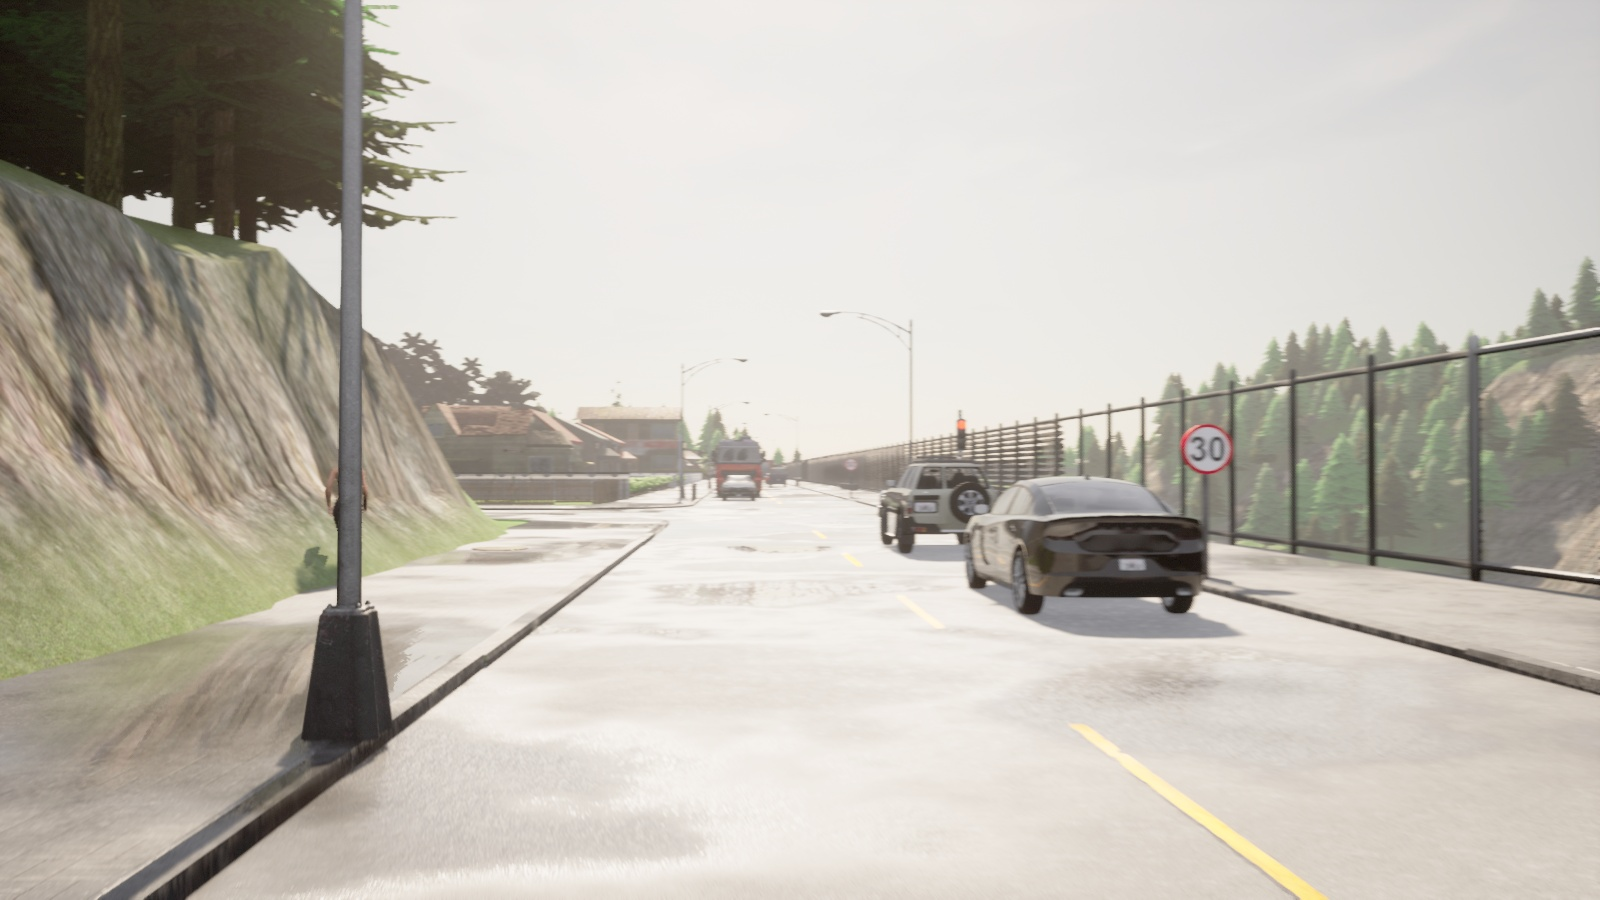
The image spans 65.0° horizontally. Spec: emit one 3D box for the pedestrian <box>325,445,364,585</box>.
[{"bbox_3d":[-6.126,0.863,16.900,0.345,1.836,0.594,0,-1,-3],"label":"pedestrian"}]

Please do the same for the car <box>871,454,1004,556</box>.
[{"bbox_3d":[2.654,1.053,25.384,1.932,1.855,4.605,0,-1,-3],"label":"car"}]

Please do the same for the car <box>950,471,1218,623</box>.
[{"bbox_3d":[3.215,1.036,15.376,1.882,1.535,5.008,0,-1,-3],"label":"car"}]

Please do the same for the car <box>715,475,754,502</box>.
[{"bbox_3d":[-3.621,2.089,69.093,2.033,1.411,5.357,0,-1,-3],"label":"car"}]

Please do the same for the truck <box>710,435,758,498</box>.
[{"bbox_3d":[-4.248,1.085,80.807,2.891,3.827,8.468,0,-1,-3],"label":"truck"}]
